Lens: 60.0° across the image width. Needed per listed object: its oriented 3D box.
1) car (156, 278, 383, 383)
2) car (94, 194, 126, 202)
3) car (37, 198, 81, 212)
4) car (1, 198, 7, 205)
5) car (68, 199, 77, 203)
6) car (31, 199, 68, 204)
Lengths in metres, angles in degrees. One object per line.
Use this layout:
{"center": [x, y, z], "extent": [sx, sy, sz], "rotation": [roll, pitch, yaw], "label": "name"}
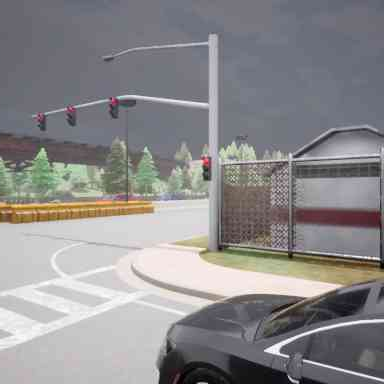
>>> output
{"center": [1.873, 1.505, 2.671], "extent": [4.892, 1.490, 1.837], "rotation": [0, 0, 36], "label": "car"}
{"center": [-8.743, 1.221, 37.910], "extent": [2.150, 2.045, 5.566], "rotation": [0, 0, 34], "label": "car"}
{"center": [-15.841, 1.526, 39.857], "extent": [1.812, 1.442, 4.674], "rotation": [0, 0, 34], "label": "car"}
{"center": [-20.676, 1.352, 32.635], "extent": [2.097, 1.767, 4.553], "rotation": [0, 0, 34], "label": "car"}
{"center": [-14.903, 1.601, 34.978], "extent": [1.895, 1.301, 4.718], "rotation": [0, 0, 34], "label": "car"}
{"center": [-13.879, 1.564, 30.200], "extent": [1.994, 1.385, 4.181], "rotation": [0, 0, 33], "label": "car"}
